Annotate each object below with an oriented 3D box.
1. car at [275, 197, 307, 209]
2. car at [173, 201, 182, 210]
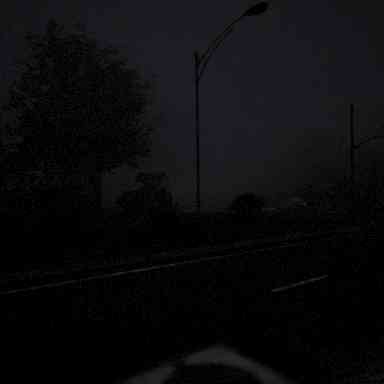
[{"bbox_3d":[13.140,1.450,44.372,1.812,1.442,4.674,-1,-2,-32],"label":"car"},{"bbox_3d":[-3.554,2.406,57.721,2.097,1.767,4.553,-1,-2,-32],"label":"car"}]
